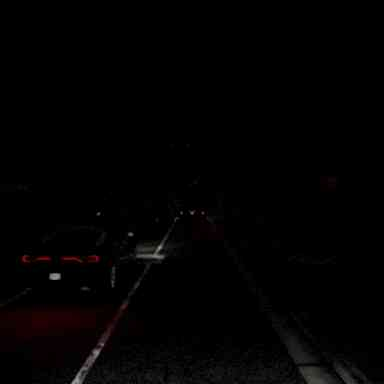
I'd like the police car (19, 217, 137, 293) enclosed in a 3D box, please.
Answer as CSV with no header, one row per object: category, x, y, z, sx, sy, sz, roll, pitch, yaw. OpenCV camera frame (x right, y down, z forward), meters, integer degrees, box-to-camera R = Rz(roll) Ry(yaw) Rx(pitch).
police car,-2.754,1.511,9.272,1.930,1.638,5.238,0,0,0

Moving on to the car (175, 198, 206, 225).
car,0.028,1.581,26.423,2.097,1.767,4.553,0,0,0

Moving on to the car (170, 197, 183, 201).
car,-2.653,1.809,49.153,1.802,1.307,4.206,0,0,0

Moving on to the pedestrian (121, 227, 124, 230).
pedestrian,-2.681,1.785,12.274,0.500,1.100,0.500,1,0,0

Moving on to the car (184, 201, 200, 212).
car,0.018,1.854,43.147,1.895,1.301,4.718,0,0,1

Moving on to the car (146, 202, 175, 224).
car,-2.653,1.796,26.992,1.947,1.339,4.313,0,0,0

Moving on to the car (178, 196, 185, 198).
car,-2.654,1.765,54.686,1.947,1.339,4.313,0,0,0

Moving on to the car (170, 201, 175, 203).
car,-2.652,1.819,32.534,1.947,1.339,4.313,0,0,0

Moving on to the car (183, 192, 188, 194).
car,-2.659,1.452,87.904,1.887,1.381,4.507,1,1,0

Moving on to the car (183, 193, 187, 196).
car,-2.658,1.596,76.832,2.008,1.369,4.403,1,1,0

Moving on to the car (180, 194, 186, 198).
car,-2.655,1.612,60.219,1.967,1.590,4.097,0,0,0
